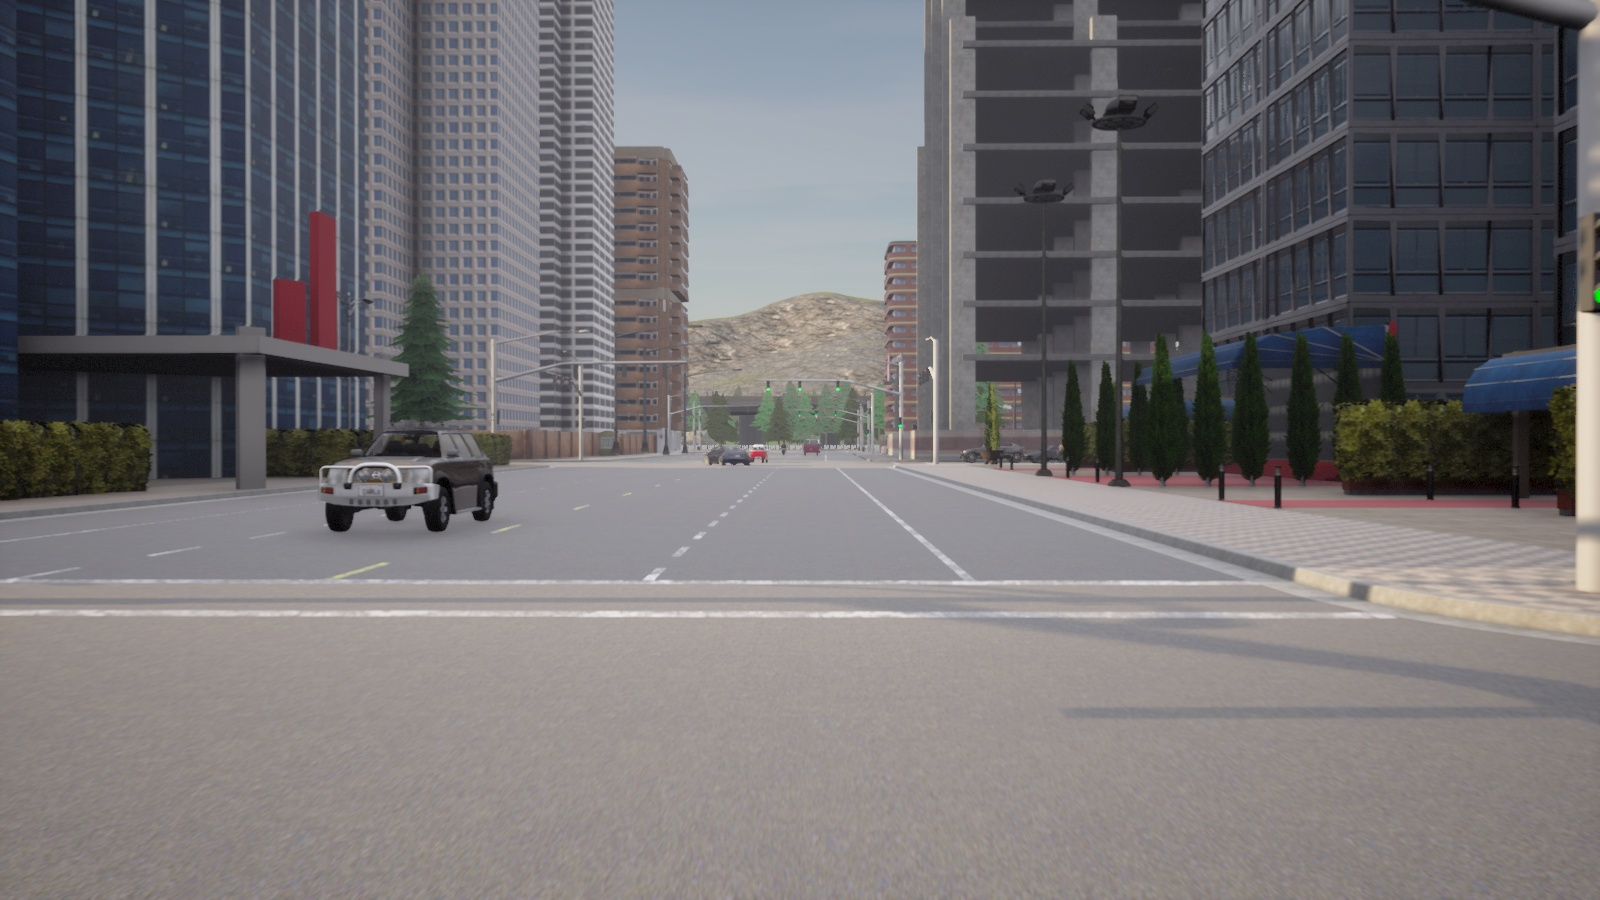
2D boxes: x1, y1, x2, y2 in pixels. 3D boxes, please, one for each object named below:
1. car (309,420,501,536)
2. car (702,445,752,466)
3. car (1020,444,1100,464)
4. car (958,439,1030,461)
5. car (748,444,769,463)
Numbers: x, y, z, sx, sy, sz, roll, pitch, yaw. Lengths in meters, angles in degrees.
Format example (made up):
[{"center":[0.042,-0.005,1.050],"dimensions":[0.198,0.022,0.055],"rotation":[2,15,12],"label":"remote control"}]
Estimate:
[{"center":[-6.855,0.432,22.344],"dimensions":[1.932,1.855,4.605],"rotation":[0,0,1],"label":"car"},{"center":[-4.832,0.343,82.294],"dimensions":[1.994,1.385,4.181],"rotation":[0,0,-23],"label":"car"},{"center":[18.565,0.303,89.803],"dimensions":[5.357,1.411,2.033],"rotation":[0,0,1],"label":"car"},{"center":[14.417,0.011,93.353],"dimensions":[5.027,1.651,2.152],"rotation":[0,0,1],"label":"car"},{"center":[-3.130,0.264,94.915],"dimensions":[1.481,1.376,2.207],"rotation":[0,1,0],"label":"car"}]
